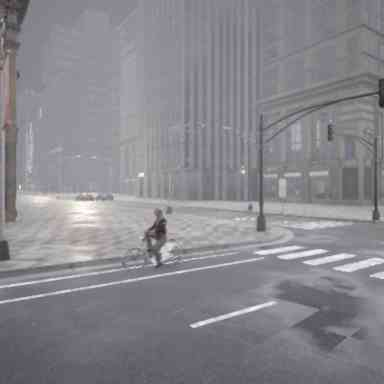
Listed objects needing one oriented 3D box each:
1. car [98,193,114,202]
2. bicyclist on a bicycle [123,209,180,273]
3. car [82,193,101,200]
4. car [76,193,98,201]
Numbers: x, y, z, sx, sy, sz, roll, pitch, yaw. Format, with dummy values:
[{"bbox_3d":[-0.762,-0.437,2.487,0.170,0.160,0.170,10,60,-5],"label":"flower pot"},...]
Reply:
[{"bbox_3d":[-14.555,0.811,55.583,1.812,1.442,4.674,0,1,-35],"label":"car"},{"bbox_3d":[-1.119,1.366,9.517,1.843,1.776,0.659,0,0,-35],"label":"bicyclist on a bicycle"},{"bbox_3d":[-18.561,0.796,61.173,1.895,1.301,4.718,0,1,-35],"label":"car"},{"bbox_3d":[-17.613,0.830,54.655,1.994,1.385,4.181,0,1,-35],"label":"car"}]
